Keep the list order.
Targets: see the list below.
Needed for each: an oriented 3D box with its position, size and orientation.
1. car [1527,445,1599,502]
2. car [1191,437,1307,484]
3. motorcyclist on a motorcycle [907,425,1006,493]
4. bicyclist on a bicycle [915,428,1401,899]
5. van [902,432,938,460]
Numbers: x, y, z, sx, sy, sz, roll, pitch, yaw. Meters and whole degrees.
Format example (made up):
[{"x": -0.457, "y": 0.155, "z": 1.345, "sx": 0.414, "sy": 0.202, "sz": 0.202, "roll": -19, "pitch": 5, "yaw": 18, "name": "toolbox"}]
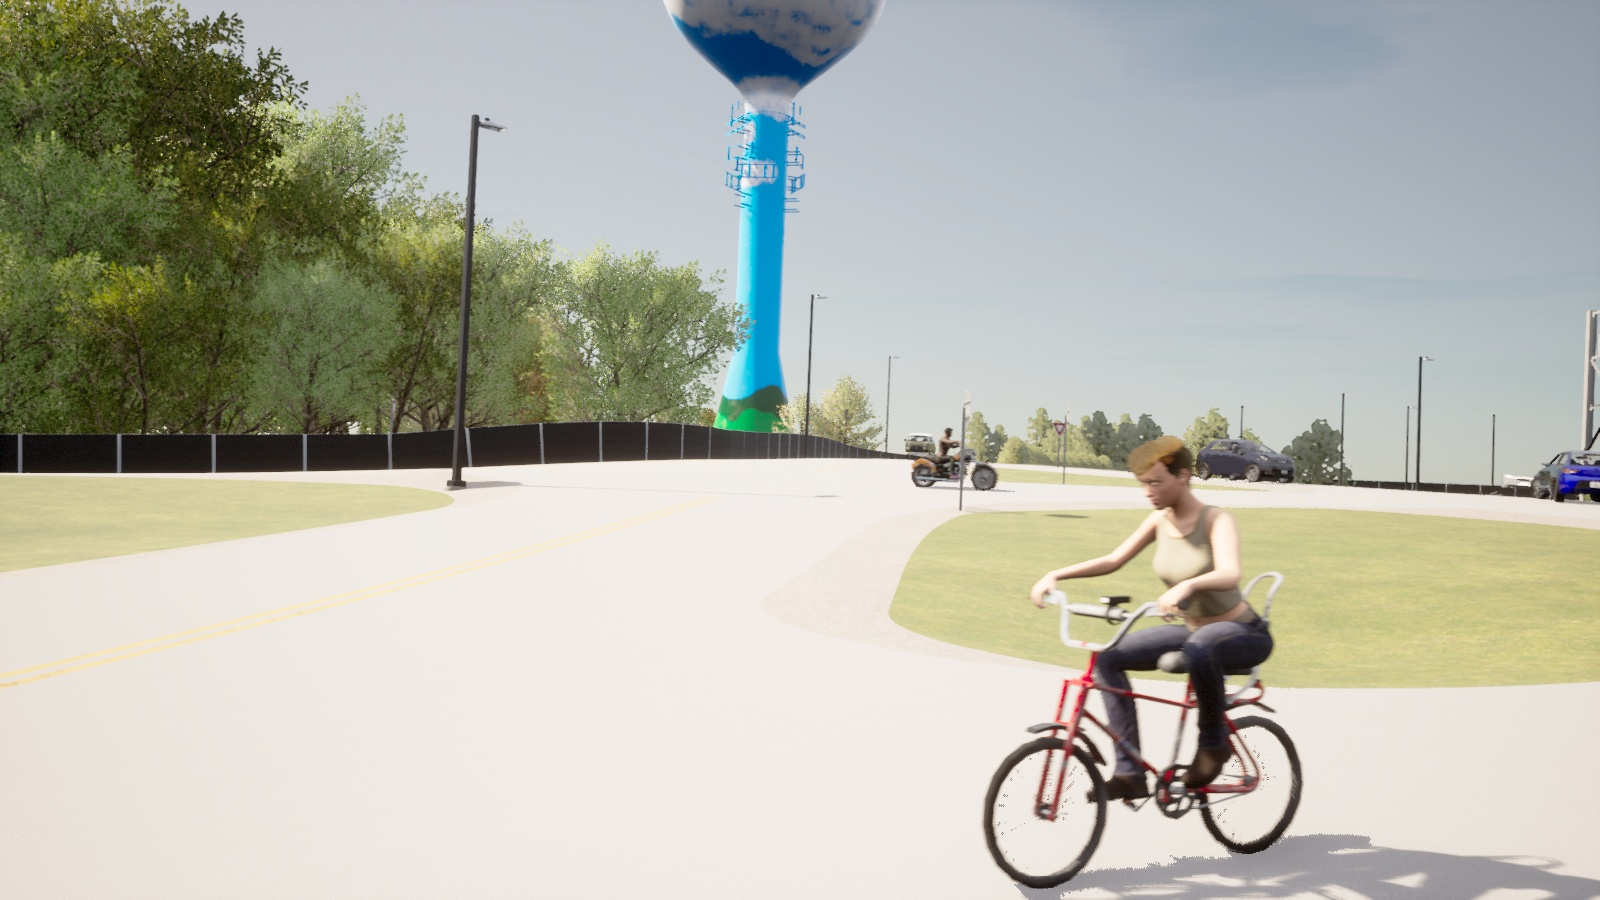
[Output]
[{"x": 22.215, "y": 0.666, "z": 35.834, "sx": 1.816, "sy": 1.474, "sz": 4.193, "roll": 3, "pitch": 1, "yaw": 21, "name": "car"}, {"x": 16.037, "y": 0.355, "z": 45.029, "sx": 1.845, "sy": 1.501, "sz": 3.633, "roll": 3, "pitch": 0, "yaw": -24, "name": "car"}, {"x": 4.045, "y": 0.213, "z": 32.463, "sx": 2.350, "sy": 1.649, "sz": 0.766, "roll": 2, "pitch": 0, "yaw": 25, "name": "motorcyclist on a motorcycle"}, {"x": 1.315, "y": 0.748, "z": 4.675, "sx": 1.509, "sy": 1.612, "sz": 0.866, "roll": 0, "pitch": -2, "yaw": -25, "name": "bicyclist on a bicycle"}, {"x": 8.994, "y": -0.290, "z": 93.832, "sx": 2.069, "sy": 2.038, "sz": 4.480, "roll": 2, "pitch": 0, "yaw": 13, "name": "van"}]
